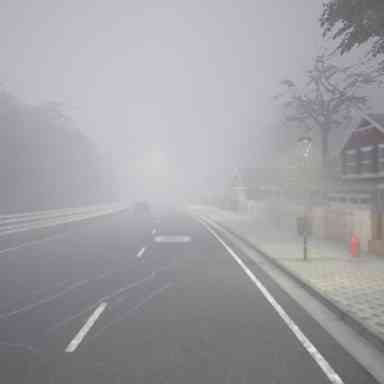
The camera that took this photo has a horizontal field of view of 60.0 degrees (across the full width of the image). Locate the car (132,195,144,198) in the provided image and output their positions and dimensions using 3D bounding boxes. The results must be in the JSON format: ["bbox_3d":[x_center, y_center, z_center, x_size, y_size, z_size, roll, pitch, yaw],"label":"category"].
[{"bbox_3d":[-14.479,1.762,89.895,2.128,1.511,4.902,0,0,-14],"label":"car"}]

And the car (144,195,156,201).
[{"bbox_3d":[-10.854,1.759,89.848,2.033,1.411,5.357,0,0,-14],"label":"car"}]

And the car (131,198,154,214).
[{"bbox_3d":[-5.809,1.745,39.443,1.837,1.490,4.892,0,0,-4],"label":"car"}]
